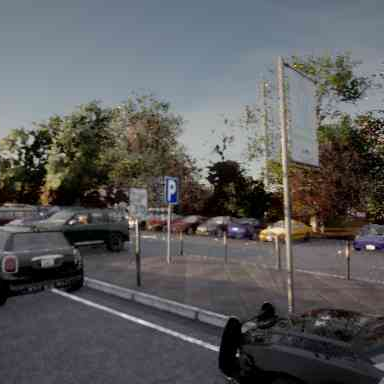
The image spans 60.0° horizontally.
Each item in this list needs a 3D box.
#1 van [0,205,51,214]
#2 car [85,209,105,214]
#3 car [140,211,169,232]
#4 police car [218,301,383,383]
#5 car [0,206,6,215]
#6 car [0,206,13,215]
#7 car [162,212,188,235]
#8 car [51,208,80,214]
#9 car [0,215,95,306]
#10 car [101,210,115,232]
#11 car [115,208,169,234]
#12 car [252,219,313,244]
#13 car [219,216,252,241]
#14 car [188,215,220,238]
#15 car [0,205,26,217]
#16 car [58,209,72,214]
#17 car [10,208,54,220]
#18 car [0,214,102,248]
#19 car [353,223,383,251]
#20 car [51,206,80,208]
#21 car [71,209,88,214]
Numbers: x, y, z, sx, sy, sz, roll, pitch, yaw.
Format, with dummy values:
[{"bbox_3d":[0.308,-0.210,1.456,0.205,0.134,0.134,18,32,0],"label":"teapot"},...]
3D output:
[{"bbox_3d":[-11.795,1.999,21.248,1.878,1.987,4.442,-1,-3,40],"label":"van"},{"bbox_3d":[-8.259,2.899,35.206,2.097,1.535,5.008,-1,-3,40],"label":"car"},{"bbox_3d":[-1.900,2.777,29.830,2.097,1.535,5.008,-1,-3,40],"label":"car"},{"bbox_3d":[2.589,1.600,2.635,5.238,1.638,1.930,-1,-3,40],"label":"police car"},{"bbox_3d":[-35.778,3.212,58.555,2.231,1.521,4.892,-1,-3,40],"label":"car"},{"bbox_3d":[-33.784,3.179,56.614,1.946,1.575,5.366,-1,-3,40],"label":"car"},{"bbox_3d":[0.218,2.736,28.036,2.097,1.535,5.008,-1,-3,40],"label":"car"},{"bbox_3d":[-14.594,3.031,40.618,2.163,1.488,4.792,-1,-3,40],"label":"car"},{"bbox_3d":[-4.932,1.675,9.031,4.553,1.767,2.097,-1,-3,40],"label":"car"},{"bbox_3d":[-6.141,2.861,33.410,2.231,1.521,4.892,-1,-3,40],"label":"car"},{"bbox_3d":[-4.035,2.566,31.610,2.435,2.045,5.566,-1,-3,40],"label":"car"},{"bbox_3d":[6.446,2.600,22.508,1.946,1.575,5.366,-1,-3,40],"label":"car"},{"bbox_3d":[4.467,2.683,24.464,2.163,1.488,4.792,-1,-3,40],"label":"car"},{"bbox_3d":[2.336,2.695,26.242,2.231,1.521,4.892,-1,-3,40],"label":"car"},{"bbox_3d":[-29.408,3.027,53.193,2.185,1.767,4.553,-1,-3,40],"label":"car"},{"bbox_3d":[-12.508,3.001,38.774,2.163,1.488,4.792,-1,-3,40],"label":"car"},{"bbox_3d":[-22.959,3.097,47.920,1.946,1.575,5.366,-1,-3,40],"label":"car"},{"bbox_3d":[-7.718,2.124,17.384,1.946,1.575,5.366,-1,-3,40],"label":"car"},{"bbox_3d":[10.781,2.556,19.037,2.163,1.488,4.792,-1,-3,40],"label":"car"},{"bbox_3d":[-16.741,2.775,42.380,2.435,2.045,5.566,-1,-3,40],"label":"car"},{"bbox_3d":[-10.255,2.941,37.146,1.946,1.575,5.366,-1,-3,40],"label":"car"}]
